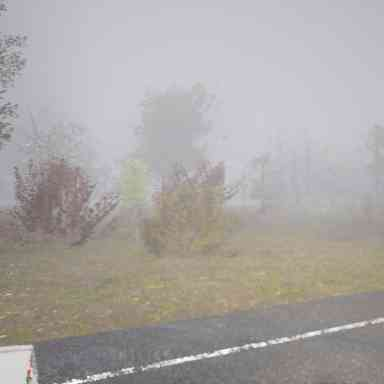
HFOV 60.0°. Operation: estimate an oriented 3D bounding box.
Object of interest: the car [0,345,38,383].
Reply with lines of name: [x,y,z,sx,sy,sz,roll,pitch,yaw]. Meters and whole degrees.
car: [-3.410,1.684,1.665,4.718,1.301,1.895,0,-2,-22]
